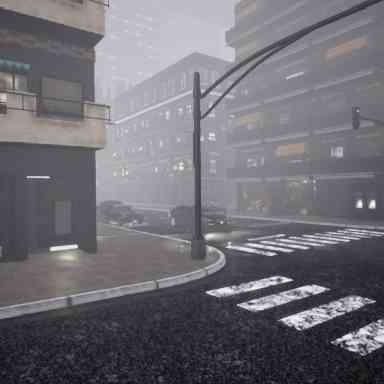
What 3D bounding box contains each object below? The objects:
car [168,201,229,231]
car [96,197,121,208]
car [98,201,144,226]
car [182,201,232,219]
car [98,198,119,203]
[{"bbox_3d":[0.293,1.534,21.246,1.837,1.490,4.892,-1,1,-36],"label":"car"},{"bbox_3d":[-11.915,1.520,47.249,1.887,1.381,4.507,-1,1,-36],"label":"car"},{"bbox_3d":[-5.161,1.632,24.557,1.947,1.339,4.313,-1,1,-36],"label":"car"},{"bbox_3d":[1.212,1.513,29.190,2.008,1.369,4.403,-1,1,-36],"label":"car"},{"bbox_3d":[-7.514,1.543,31.989,1.837,1.490,4.892,-1,1,-36],"label":"car"}]
